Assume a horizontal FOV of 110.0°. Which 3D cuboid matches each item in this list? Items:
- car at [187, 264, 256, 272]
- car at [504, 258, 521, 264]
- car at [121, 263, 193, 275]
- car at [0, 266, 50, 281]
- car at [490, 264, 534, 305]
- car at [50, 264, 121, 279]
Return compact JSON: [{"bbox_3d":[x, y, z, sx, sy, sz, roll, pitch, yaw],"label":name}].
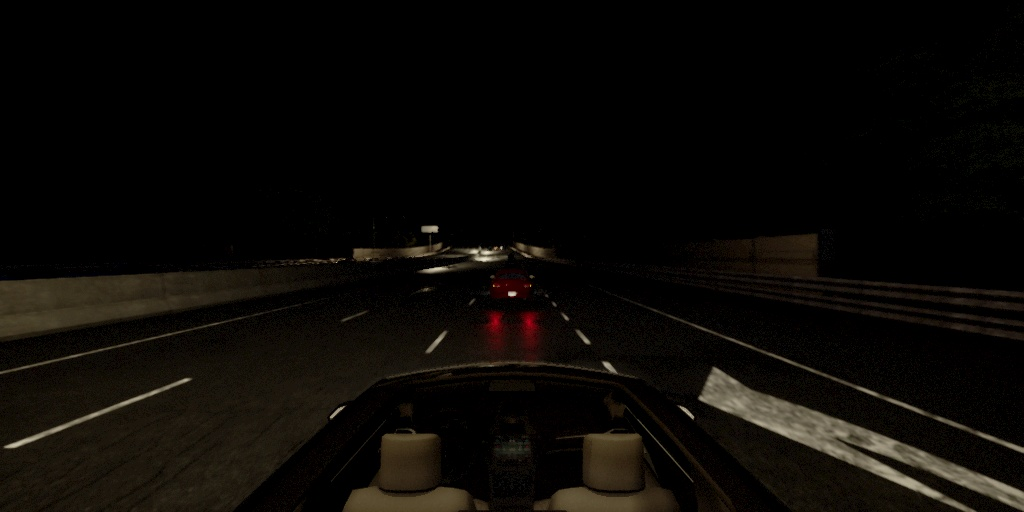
[{"bbox_3d":[-17.581,1.315,22.723,1.994,1.385,4.181,0,0,0],"label":"car"},{"bbox_3d":[0.009,1.226,39.862,1.812,1.442,4.674,0,0,0],"label":"car"},{"bbox_3d":[-21.081,1.243,22.873,2.128,1.511,4.902,0,0,0],"label":"car"},{"bbox_3d":[-28.088,1.304,20.496,2.033,1.411,5.357,0,0,0],"label":"car"},{"bbox_3d":[0.003,1.282,16.052,1.812,1.442,4.674,0,0,0],"label":"car"},{"bbox_3d":[-24.581,1.230,22.430,1.882,1.535,5.008,0,0,0],"label":"car"}]
